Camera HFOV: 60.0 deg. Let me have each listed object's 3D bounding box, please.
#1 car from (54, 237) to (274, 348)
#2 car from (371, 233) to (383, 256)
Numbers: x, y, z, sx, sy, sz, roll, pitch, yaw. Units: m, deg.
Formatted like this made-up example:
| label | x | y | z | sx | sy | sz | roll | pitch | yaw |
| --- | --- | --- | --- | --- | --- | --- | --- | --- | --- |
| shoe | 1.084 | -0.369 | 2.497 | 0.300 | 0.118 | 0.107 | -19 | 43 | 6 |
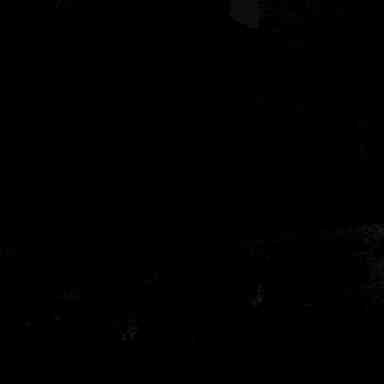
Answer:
| label | x | y | z | sx | sy | sz | roll | pitch | yaw |
| --- | --- | --- | --- | --- | --- | --- | --- | --- | --- |
| car | -0.278 | 1.597 | 6.347 | 4.313 | 1.339 | 1.947 | 1 | -1 | -36 |
| car | 8.673 | 1.659 | 12.744 | 4.829 | 1.417 | 1.752 | 1 | -1 | -36 |
